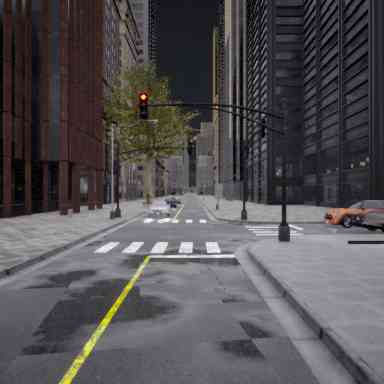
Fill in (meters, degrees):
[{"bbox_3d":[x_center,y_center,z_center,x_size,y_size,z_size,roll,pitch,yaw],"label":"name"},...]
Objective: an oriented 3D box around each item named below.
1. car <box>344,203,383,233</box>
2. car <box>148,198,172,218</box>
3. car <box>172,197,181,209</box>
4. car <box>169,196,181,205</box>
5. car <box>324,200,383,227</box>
[{"bbox_3d":[11.538,1.490,18.082,5.357,1.411,2.033,0,0,0],"label":"car"},{"bbox_3d":[-2.968,1.529,30.272,1.812,1.442,4.674,0,0,-2],"label":"car"},{"bbox_3d":[-3.061,1.564,47.161,2.033,1.411,5.357,0,0,0],"label":"car"},{"bbox_3d":[-3.021,1.570,59.917,1.812,1.442,4.674,0,0,0],"label":"car"},{"bbox_3d":[10.860,1.310,21.182,4.553,1.767,2.097,0,0,0],"label":"car"}]
